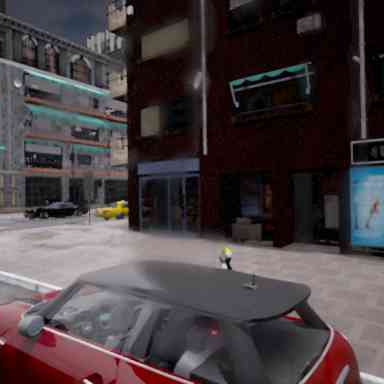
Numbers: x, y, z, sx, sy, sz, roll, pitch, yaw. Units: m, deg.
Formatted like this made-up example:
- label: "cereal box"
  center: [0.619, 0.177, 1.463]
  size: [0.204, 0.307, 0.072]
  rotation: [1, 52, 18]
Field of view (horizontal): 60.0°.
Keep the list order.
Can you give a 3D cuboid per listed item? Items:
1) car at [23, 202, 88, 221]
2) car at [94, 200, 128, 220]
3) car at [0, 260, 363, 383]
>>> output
- label: "car"
  center: [-10.801, 1.507, 26.489]
  size: [1.895, 1.301, 4.718]
  rotation: [-1, 0, 36]
- label: "car"
  center: [-4.922, 1.303, 24.705]
  size: [1.752, 1.417, 4.829]
  rotation: [-1, 0, 36]
- label: "car"
  center: [-0.586, 1.443, 3.363]
  size: [4.097, 1.590, 1.967]
  rotation: [0, -1, 35]
